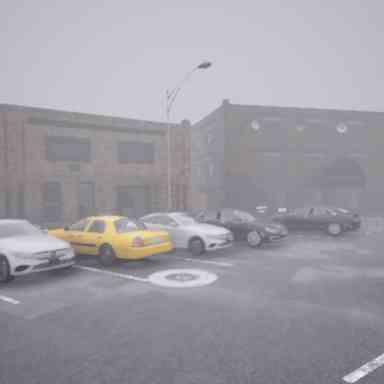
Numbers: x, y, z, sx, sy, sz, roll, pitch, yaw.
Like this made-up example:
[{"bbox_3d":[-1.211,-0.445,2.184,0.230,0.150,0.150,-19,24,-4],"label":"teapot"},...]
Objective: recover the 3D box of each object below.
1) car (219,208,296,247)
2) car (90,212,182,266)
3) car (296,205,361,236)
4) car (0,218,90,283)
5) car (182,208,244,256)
[{"bbox_3d":[1.755,1.483,14.854,4.892,1.521,2.231,-1,-1,34],"label":"car"},{"bbox_3d":[-3.174,1.484,11.541,5.366,1.575,1.946,-1,-1,35],"label":"car"},{"bbox_3d":[6.535,1.480,18.250,4.892,1.521,2.231,-1,0,34],"label":"car"},{"bbox_3d":[-5.408,1.526,9.739,4.674,1.452,2.002,-1,-1,35],"label":"car"},{"bbox_3d":[-0.630,1.523,13.147,4.674,1.452,2.002,-1,-1,35],"label":"car"}]
